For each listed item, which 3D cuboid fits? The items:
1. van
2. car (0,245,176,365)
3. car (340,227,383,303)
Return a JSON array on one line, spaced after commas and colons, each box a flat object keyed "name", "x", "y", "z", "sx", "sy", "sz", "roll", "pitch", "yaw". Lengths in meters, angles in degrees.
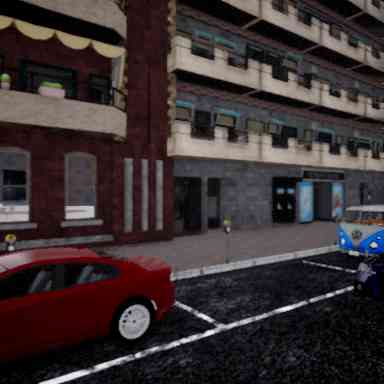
[{"name": "van", "x": 6.611, "y": 1.329, "z": 11.273, "sx": 3.998, "sy": 1.788, "sz": 1.690, "roll": 0, "pitch": 0, "yaw": -36}, {"name": "car", "x": -2.381, "y": 1.544, "z": 4.859, "sx": 4.507, "sy": 1.381, "sz": 1.887, "roll": 0, "pitch": 0, "yaw": -36}, {"name": "car", "x": 5.311, "y": 1.556, "z": 7.078, "sx": 4.181, "sy": 1.385, "sz": 1.994, "roll": 0, "pitch": 0, "yaw": -35}]
